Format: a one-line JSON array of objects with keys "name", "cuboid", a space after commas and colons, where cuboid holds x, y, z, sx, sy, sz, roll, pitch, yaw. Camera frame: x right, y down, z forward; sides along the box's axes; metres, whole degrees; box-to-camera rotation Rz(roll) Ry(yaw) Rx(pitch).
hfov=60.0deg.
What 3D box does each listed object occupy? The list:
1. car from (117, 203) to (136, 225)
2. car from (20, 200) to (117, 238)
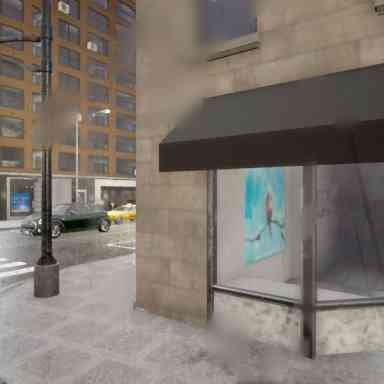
[{"name": "car", "cuboid": [-4.829, 1.548, 24.650, 1.752, 1.417, 4.829, 0, 0, 36]}, {"name": "car", "cuboid": [-6.634, 1.366, 17.825, 2.097, 1.767, 4.553, 0, 0, 36]}]
